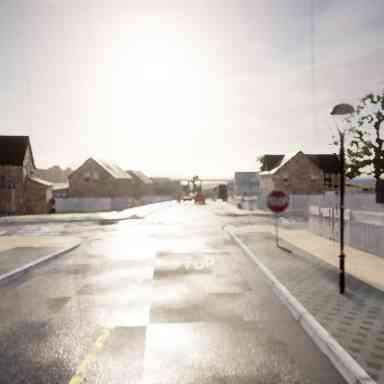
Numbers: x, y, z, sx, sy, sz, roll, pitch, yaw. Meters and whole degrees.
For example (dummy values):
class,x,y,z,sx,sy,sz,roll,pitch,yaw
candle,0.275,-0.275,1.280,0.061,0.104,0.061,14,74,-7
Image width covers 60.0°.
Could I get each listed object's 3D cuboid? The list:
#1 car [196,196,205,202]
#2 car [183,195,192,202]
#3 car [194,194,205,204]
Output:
class,x,y,z,sx,sy,sz,roll,pitch,yaw
car,2.125,1.757,80.441,1.994,1.385,4.181,0,-1,3
car,-0.938,1.452,74.325,2.033,1.411,5.357,0,0,3
car,1.616,1.485,70.062,2.150,2.045,5.566,0,0,3
